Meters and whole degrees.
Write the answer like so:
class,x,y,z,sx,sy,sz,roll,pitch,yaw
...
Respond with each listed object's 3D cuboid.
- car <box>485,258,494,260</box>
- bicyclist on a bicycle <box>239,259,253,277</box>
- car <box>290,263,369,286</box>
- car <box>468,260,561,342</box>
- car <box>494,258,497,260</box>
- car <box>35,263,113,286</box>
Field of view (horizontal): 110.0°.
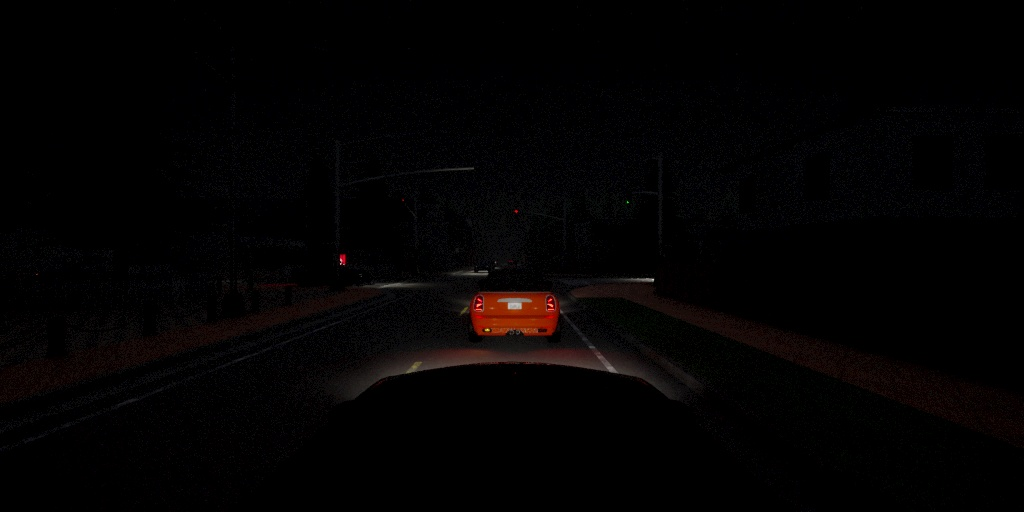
class,x,y,z,sx,sy,sz,roll,pitch,yaw
car,-3.595,1.228,44.746,1.882,1.535,5.008,0,0,0
bicyclist on a bicycle,-23.556,1.066,31.764,0.582,1.620,1.656,0,0,-2
car,-12.438,1.243,24.615,5.008,1.535,1.882,0,0,-2
car,0.072,1.102,9.904,2.097,1.767,4.553,0,0,0
car,-3.588,1.241,54.207,2.128,1.511,4.902,0,0,0
car,-29.080,1.329,24.126,4.181,1.385,1.994,0,0,-2
